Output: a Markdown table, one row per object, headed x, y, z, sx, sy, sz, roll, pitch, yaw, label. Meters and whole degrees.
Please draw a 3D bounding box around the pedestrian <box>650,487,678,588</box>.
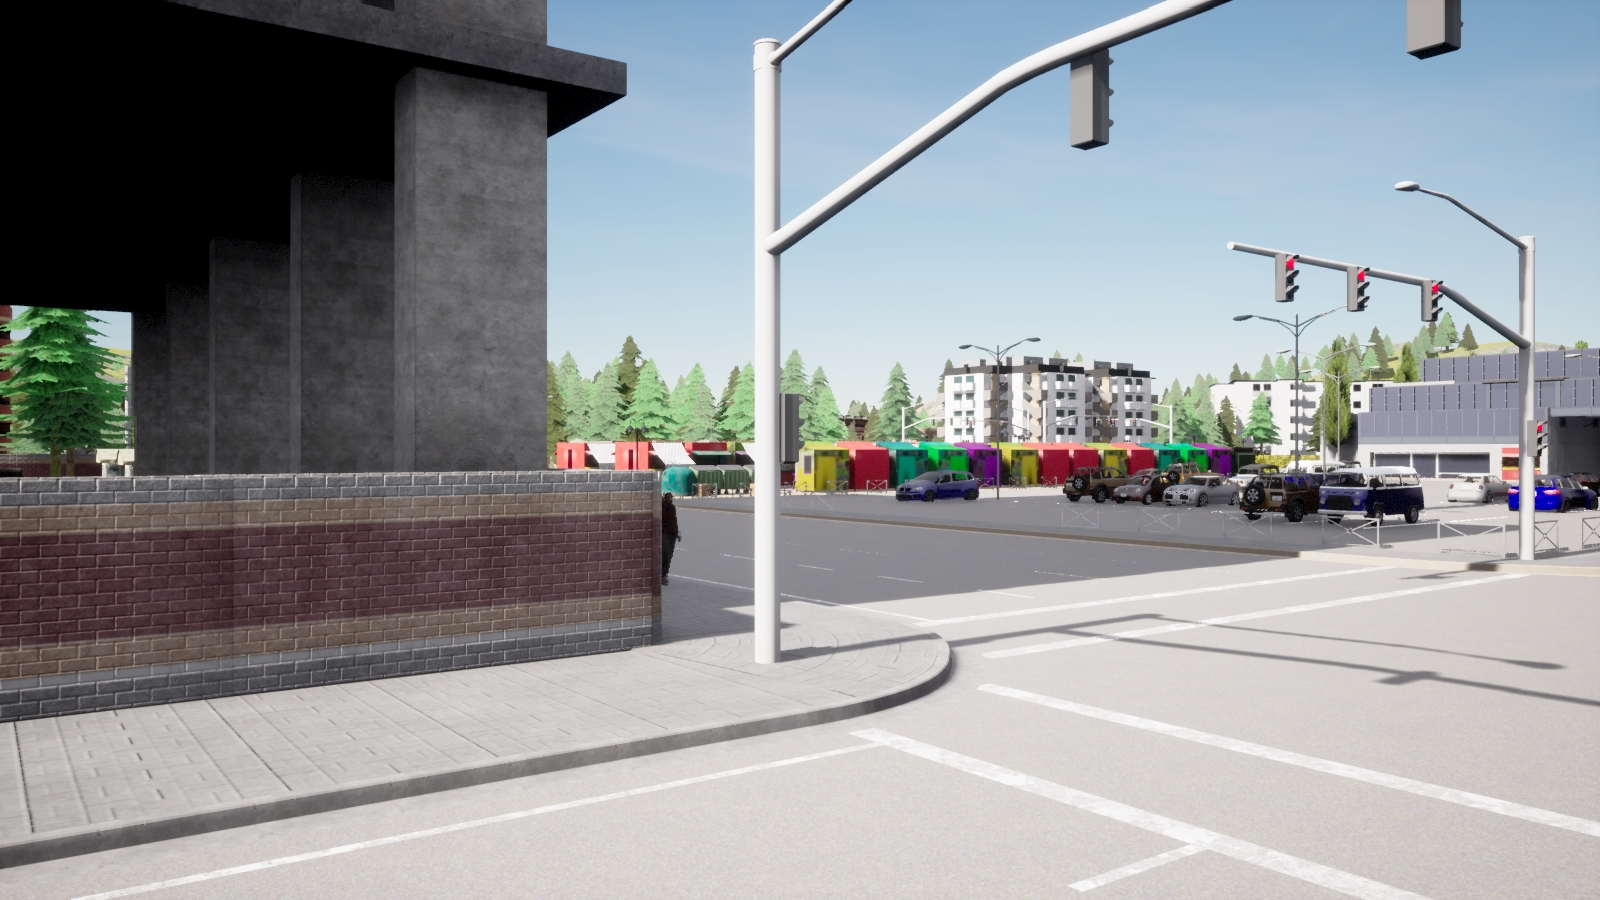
| x | y | z | sx | sy | sz | roll | pitch | yaw | label |
| --- | --- | --- | --- | --- | --- | --- | --- | --- | --- |
| -2.565 | 1.642 | 21.598 | 0.375 | 1.860 | 0.375 | 0 | 0 | -43 | pedestrian |
